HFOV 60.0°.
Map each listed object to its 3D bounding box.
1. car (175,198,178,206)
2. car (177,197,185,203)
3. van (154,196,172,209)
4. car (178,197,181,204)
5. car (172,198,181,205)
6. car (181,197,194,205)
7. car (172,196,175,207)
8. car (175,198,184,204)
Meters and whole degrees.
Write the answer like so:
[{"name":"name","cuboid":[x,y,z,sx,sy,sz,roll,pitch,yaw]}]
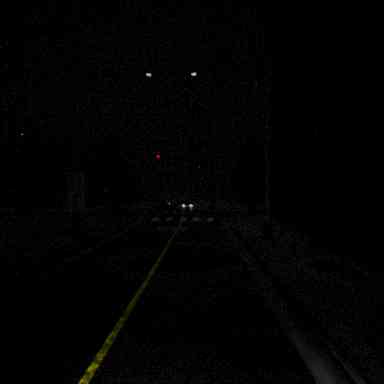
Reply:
[{"name":"car","cuboid":[-3.935,1.526,53.886,2.192,1.841,5.009,2,-1,2]},{"name":"car","cuboid":[-3.011,2.263,90.901,1.967,1.590,4.097,1,-1,1]},{"name":"van","cuboid":[-4.144,1.436,45.584,1.690,1.788,3.998,2,-1,2]},{"name":"car","cuboid":[-3.676,1.912,64.459,1.887,1.381,4.507,2,-1,2]},{"name":"car","cuboid":[-3.412,2.120,75.035,1.802,1.307,4.206,2,-1,2]},{"name":"car","cuboid":[-0.927,1.949,69.681,1.837,1.490,4.892,0,-1,1]},{"name":"car","cuboid":[-4.067,1.692,48.900,2.008,1.369,4.403,2,-1,2]},{"name":"car","cuboid":[-3.146,2.269,85.611,1.887,1.381,4.507,1,-1,2]}]
